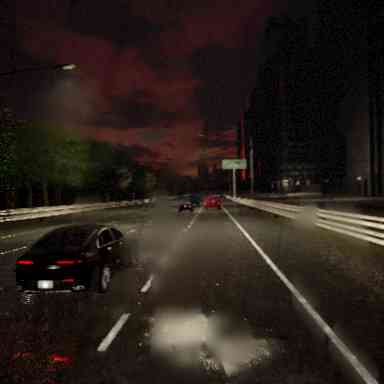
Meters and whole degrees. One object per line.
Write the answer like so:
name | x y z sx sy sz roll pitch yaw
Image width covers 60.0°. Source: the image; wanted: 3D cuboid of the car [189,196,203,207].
car | 0.342 1.724 63.329 2.150 2.045 5.566 -1 0 3

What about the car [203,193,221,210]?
car | 3.089 1.556 48.458 2.150 2.045 5.566 -1 0 3

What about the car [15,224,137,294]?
car | -2.837 1.648 9.188 1.837 1.490 4.892 -1 -1 3

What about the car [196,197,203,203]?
car | 2.197 2.146 92.631 1.812 1.442 4.674 -1 0 4

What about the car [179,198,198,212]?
car | -0.729 1.936 44.786 2.033 1.411 5.357 -1 0 3
